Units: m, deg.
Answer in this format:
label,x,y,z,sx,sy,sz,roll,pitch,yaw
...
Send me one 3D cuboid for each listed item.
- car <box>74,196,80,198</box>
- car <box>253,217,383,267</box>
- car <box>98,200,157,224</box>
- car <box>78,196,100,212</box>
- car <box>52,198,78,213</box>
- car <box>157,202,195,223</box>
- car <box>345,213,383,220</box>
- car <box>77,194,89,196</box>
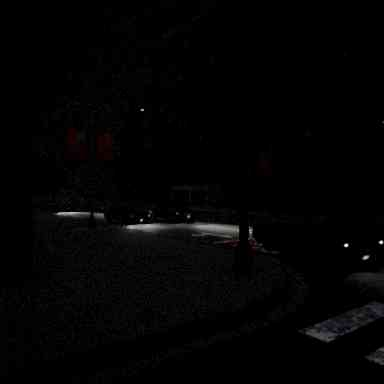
label,x,y,z,sx,sy,sz,roll,pitch,yaw
car,-18.999,1.817,56.492,1.895,1.301,4.718,0,0,-36
car,4.217,1.614,11.738,1.895,1.301,4.718,0,0,-24
car,-5.125,1.627,25.726,2.033,1.411,5.357,0,0,-36
car,-11.881,1.640,40.711,2.128,1.511,4.902,0,0,-36
car,-15.411,1.711,40.059,1.994,1.385,4.181,0,0,-35
car,-1.675,1.573,26.491,2.128,1.511,4.902,0,0,-36
car,8.143,1.623,14.899,4.718,1.301,1.895,0,0,37
car,-21.928,1.473,66.133,2.150,2.045,5.566,0,0,-36
